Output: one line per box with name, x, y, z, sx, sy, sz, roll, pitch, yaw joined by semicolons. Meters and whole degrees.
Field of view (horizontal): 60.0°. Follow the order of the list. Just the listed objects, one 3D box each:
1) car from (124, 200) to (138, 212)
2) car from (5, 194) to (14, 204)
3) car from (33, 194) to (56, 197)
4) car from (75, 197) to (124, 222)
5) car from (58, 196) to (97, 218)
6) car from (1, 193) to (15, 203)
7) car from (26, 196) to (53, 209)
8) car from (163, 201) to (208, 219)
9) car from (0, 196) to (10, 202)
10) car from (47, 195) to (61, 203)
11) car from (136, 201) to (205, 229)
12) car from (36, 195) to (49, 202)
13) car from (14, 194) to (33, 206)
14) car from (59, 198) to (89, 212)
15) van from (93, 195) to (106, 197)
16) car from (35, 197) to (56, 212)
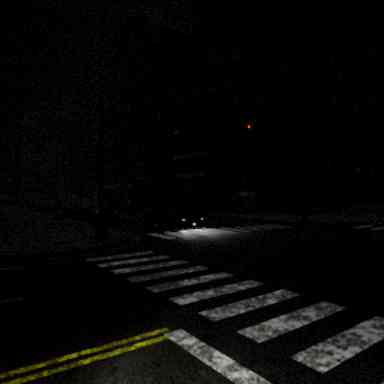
car;-7.054;1.584;39.330;1.802;1.307;4.206;0;0;-35
car;-32.763;1.546;61.617;2.008;1.369;4.403;0;0;-35
car;-23.450;1.124;53.082;1.882;1.535;5.008;0;0;-35
car;-7.202;1.418;25.697;1.967;1.590;4.097;0;0;-35
car;-10.397;1.416;30.187;1.967;1.590;4.097;0;0;-35
car;-39.153;1.551;70.597;1.887;1.381;4.507;0;0;-35
car;-19.982;1.529;43.657;2.008;1.369;4.403;0;0;-35
car;-0.663;1.570;30.349;1.947;1.339;4.313;0;0;-35
car;-42.348;1.594;75.087;1.802;1.307;4.206;0;0;-35
car;-29.419;1.468;70.760;1.967;1.590;4.097;0;0;-35
car;-1.401;1.535;21.921;2.033;1.411;5.357;0;0;-36
car;-35.810;1.479;79.741;1.967;1.590;4.097;0;0;-35
car;-26.373;1.425;52.637;1.967;1.590;4.097;0;0;-35
car;-14.376;1.532;40.159;2.033;1.411;5.357;0;0;-35
van;-13.444;1.346;48.310;1.690;1.788;3.998;0;0;-35
car;-16.787;1.558;39.167;1.802;1.307;4.206;0;0;-35
